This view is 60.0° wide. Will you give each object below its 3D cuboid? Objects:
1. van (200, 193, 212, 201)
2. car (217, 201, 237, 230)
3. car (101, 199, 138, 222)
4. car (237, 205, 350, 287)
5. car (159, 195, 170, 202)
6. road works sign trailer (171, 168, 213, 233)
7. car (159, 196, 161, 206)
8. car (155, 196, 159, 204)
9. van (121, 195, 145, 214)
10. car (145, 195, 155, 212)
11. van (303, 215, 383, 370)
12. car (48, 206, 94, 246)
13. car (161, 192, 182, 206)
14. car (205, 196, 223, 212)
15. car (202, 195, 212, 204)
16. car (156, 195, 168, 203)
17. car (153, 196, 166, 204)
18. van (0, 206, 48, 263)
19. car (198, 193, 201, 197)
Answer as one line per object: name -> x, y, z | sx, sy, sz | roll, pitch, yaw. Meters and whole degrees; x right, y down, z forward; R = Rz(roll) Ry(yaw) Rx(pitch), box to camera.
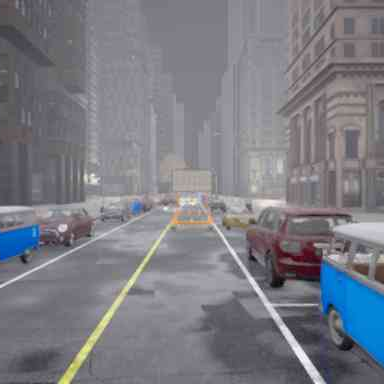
van -> 2.779, 1.192, 58.863 | 1.690, 1.788, 3.998 | 0, 0, 0
car -> 2.771, 1.472, 20.358 | 1.752, 1.417, 4.829 | 0, 0, 0
car -> -5.766, 1.484, 25.728 | 2.008, 1.369, 4.403 | 0, 0, 0
car -> 2.770, 1.290, 9.139 | 2.192, 1.841, 5.009 | 0, 0, 0
car -> -5.774, 1.369, 69.931 | 1.887, 1.381, 4.507 | 0, 0, 0
road works sign trailer -> 0.001, 0.414, 19.223 | 2.380, 3.560, 2.880 | 0, 0, 0
car -> -5.771, 1.390, 53.185 | 1.752, 1.417, 4.829 | 0, 0, 0
car -> -5.769, 1.437, 42.304 | 1.887, 1.381, 4.507 | 0, 0, 0
van -> -5.766, 1.261, 31.253 | 1.690, 1.788, 3.998 | 0, 0, 0
car -> -5.767, 1.221, 36.779 | 2.192, 1.841, 5.009 | 0, 0, 0
van -> 2.769, 1.331, 3.613 | 1.690, 1.788, 3.998 | 0, 0, 0
car -> -5.763, 1.401, 14.677 | 1.967, 1.590, 4.097 | 0, 0, 0
car -> -3.066, 1.095, 50.602 | 2.150, 2.045, 5.566 | 0, 0, 0
car -> 2.774, 1.456, 36.763 | 2.008, 1.369, 4.403 | 0, 0, 0
car -> 2.776, 1.460, 47.813 | 1.802, 1.307, 4.206 | 0, 0, 0
car -> -5.773, 1.382, 64.406 | 1.887, 1.381, 4.507 | 0, 0, 0
car -> -5.772, 1.395, 58.881 | 1.887, 1.381, 4.507 | 0, 0, 0
van -> -5.762, 1.316, 9.152 | 1.690, 1.788, 3.998 | 0, 0, 0
car -> 2.781, 1.369, 69.913 | 1.887, 1.381, 4.507 | 0, 0, 0
